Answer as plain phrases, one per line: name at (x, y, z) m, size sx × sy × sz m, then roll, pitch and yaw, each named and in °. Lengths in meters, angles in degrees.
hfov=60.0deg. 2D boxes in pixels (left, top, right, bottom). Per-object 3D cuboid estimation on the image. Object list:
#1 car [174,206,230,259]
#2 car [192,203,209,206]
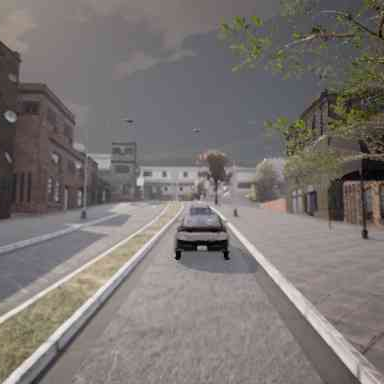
car at (0.364, 1.510, 12.656) m, size 2.128 × 1.511 × 4.902 m, roll 0°, pitch 0°, yaw 1°
car at (0.744, 1.641, 30.404) m, size 1.895 × 1.301 × 4.718 m, roll 0°, pitch 0°, yaw 1°
